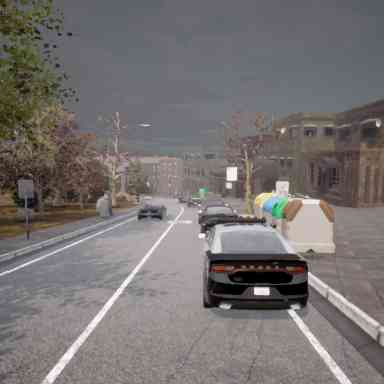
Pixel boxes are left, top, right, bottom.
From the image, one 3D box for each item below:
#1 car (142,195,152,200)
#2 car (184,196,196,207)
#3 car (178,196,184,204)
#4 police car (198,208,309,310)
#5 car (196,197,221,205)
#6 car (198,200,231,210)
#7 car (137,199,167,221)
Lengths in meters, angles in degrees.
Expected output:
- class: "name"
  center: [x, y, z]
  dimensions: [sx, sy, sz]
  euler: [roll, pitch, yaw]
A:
- class: "car"
  center: [-11.521, 1.509, 85.133]
  dimensions: [1.895, 1.301, 4.718]
  euler: [-2, 0, -20]
- class: "car"
  center: [0.297, 1.365, 46.843]
  dimensions: [1.812, 1.442, 4.674]
  euler: [0, 0, -5]
- class: "car"
  center: [-1.247, 1.357, 60.169]
  dimensions: [1.994, 1.385, 4.181]
  euler: [-1, 0, -11]
- class: "police car"
  center: [1.187, 1.402, 7.990]
  dimensions: [1.930, 1.638, 5.238]
  euler: [0, 0, 1]
- class: "car"
  center: [1.514, 1.278, 23.921]
  dimensions: [2.097, 1.767, 4.553]
  euler: [0, 0, 1]
- class: "car"
  center: [1.391, 1.424, 17.927]
  dimensions: [1.882, 1.535, 5.008]
  euler: [0, 0, 1]
- class: "car"
  center: [-3.096, 1.516, 26.476]
  dimensions: [1.895, 1.301, 4.718]
  euler: [0, 0, 1]
